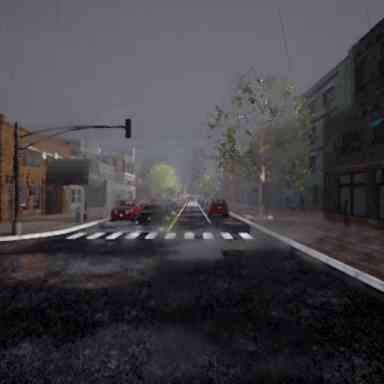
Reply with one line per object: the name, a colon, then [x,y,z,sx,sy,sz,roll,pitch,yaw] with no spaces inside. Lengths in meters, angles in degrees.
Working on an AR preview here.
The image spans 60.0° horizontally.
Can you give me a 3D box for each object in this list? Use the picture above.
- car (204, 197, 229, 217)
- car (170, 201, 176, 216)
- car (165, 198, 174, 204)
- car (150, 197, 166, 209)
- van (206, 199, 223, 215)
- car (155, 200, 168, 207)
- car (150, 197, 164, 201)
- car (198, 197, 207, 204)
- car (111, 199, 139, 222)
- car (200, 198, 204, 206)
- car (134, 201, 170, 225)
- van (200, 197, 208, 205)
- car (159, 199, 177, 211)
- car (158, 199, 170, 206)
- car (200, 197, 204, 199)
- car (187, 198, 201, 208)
car: [2.678,1.640,34.845,2.192,1.841,5.009,0,-1,0]
car: [-3.107,1.939,36.607,1.895,1.301,4.718,0,-1,0]
car: [-5.712,2.345,84.734,1.947,1.339,4.313,0,-1,0]
car: [-5.708,1.840,57.018,2.192,1.841,5.009,0,-1,0]
van: [2.677,1.717,40.388,1.690,1.788,3.998,0,-1,0]
car: [-5.707,2.142,62.559,1.947,1.339,4.313,0,-1,0]
car: [-5.707,1.789,51.474,2.192,1.841,5.009,0,-1,0]
car: [2.667,2.098,84.738,2.192,1.841,5.009,0,-1,0]
car: [-5.702,1.585,29.299,2.192,1.841,5.009,0,-1,0]
car: [2.676,2.029,51.474,2.008,1.369,4.403,0,-1,0]
car: [-3.106,1.727,26.928,1.882,1.535,5.008,0,0,0]
van: [2.669,2.023,73.651,1.690,1.788,3.998,0,-1,0]
car: [-3.091,1.994,46.508,1.994,1.385,4.181,0,-1,0]
car: [-5.708,2.172,68.103,1.887,1.381,4.507,0,-1,0]
car: [2.671,2.071,68.106,1.967,1.590,4.097,0,-1,0]
car: [0.084,2.054,57.025,1.812,1.442,4.674,0,-1,0]
